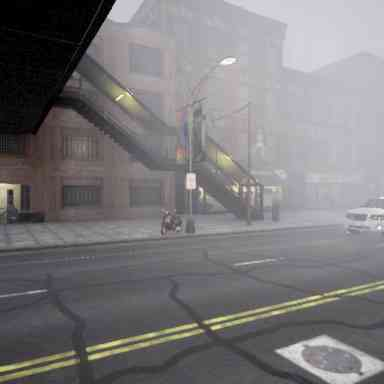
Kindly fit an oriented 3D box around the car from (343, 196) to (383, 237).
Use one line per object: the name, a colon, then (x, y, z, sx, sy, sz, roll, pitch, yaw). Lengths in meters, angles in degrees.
car: (10.483, 1.212, 17.540, 5.566, 2.045, 2.150, 0, 0, -30)
